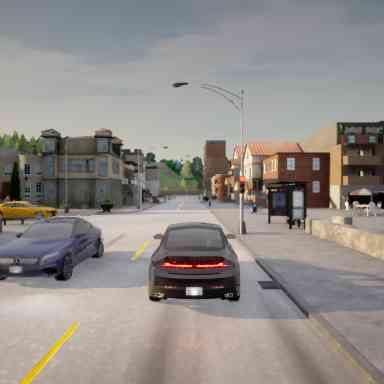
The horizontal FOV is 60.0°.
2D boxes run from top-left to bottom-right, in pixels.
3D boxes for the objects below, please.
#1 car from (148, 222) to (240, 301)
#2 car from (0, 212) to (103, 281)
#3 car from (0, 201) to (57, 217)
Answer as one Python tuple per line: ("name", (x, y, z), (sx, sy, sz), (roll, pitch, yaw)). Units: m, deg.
("car", (0.062, 1.505, 8.294), (1.837, 1.490, 4.892), (0, 0, 1))
("car", (-4.009, 1.526, 9.971), (1.812, 1.442, 4.674), (0, 0, 1))
("car", (-13.376, 1.478, 26.519), (5.008, 1.535, 1.882), (0, 0, 0))
